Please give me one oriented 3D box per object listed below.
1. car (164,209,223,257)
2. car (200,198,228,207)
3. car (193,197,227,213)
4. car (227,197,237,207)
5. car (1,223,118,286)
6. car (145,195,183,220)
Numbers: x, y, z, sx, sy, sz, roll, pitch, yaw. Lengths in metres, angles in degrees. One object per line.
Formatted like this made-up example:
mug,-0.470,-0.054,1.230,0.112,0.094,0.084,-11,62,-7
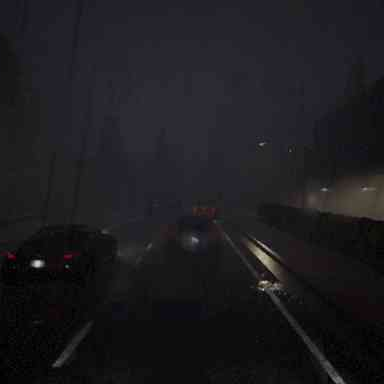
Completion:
car,0.080,1.576,12.971,1.994,1.385,4.181,0,0,0
car,3.643,1.651,54.516,1.895,1.301,4.718,0,0,44
car,1.485,1.379,29.112,2.097,1.767,4.553,0,0,13
car,4.884,1.537,50.590,2.128,1.511,4.902,0,0,42
car,-3.436,1.573,9.433,1.994,1.385,4.181,0,0,0
car,-2.312,1.247,28.551,2.150,2.045,5.566,0,0,11
